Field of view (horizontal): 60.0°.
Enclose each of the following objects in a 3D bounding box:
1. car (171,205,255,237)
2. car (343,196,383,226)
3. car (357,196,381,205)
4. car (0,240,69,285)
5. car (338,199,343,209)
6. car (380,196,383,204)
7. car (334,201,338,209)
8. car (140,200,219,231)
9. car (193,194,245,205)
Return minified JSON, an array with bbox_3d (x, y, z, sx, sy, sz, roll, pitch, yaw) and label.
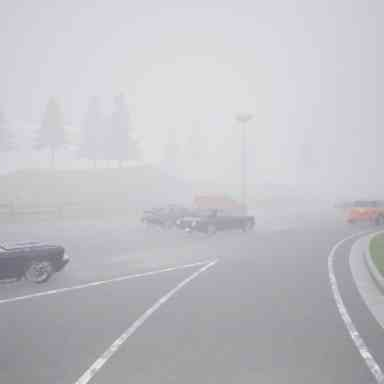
[{"bbox_3d":[1.405,1.611,18.344,4.718,1.301,1.895,0,0,-41],"label":"car"},{"bbox_3d":[13.156,1.366,24.018,4.553,1.767,2.097,0,0,-41],"label":"car"},{"bbox_3d":[31.273,1.526,58.601,4.902,1.511,2.128,0,0,-41],"label":"car"},{"bbox_3d":[-5.430,1.604,7.672,4.718,1.301,1.895,0,0,-41],"label":"car"},{"bbox_3d":[19.400,1.500,38.834,5.008,1.535,1.882,0,0,-41],"label":"car"},{"bbox_3d":[38.918,1.563,65.458,4.674,1.442,1.812,0,0,-41],"label":"car"},{"bbox_3d":[21.215,1.574,45.091,5.357,1.411,2.033,0,0,-41],"label":"car"},{"bbox_3d":[-0.936,1.502,20.947,4.902,1.511,2.128,0,0,-41],"label":"car"},{"bbox_3d":[2.345,1.234,28.493,5.566,2.045,2.150,0,0,-41],"label":"car"}]
